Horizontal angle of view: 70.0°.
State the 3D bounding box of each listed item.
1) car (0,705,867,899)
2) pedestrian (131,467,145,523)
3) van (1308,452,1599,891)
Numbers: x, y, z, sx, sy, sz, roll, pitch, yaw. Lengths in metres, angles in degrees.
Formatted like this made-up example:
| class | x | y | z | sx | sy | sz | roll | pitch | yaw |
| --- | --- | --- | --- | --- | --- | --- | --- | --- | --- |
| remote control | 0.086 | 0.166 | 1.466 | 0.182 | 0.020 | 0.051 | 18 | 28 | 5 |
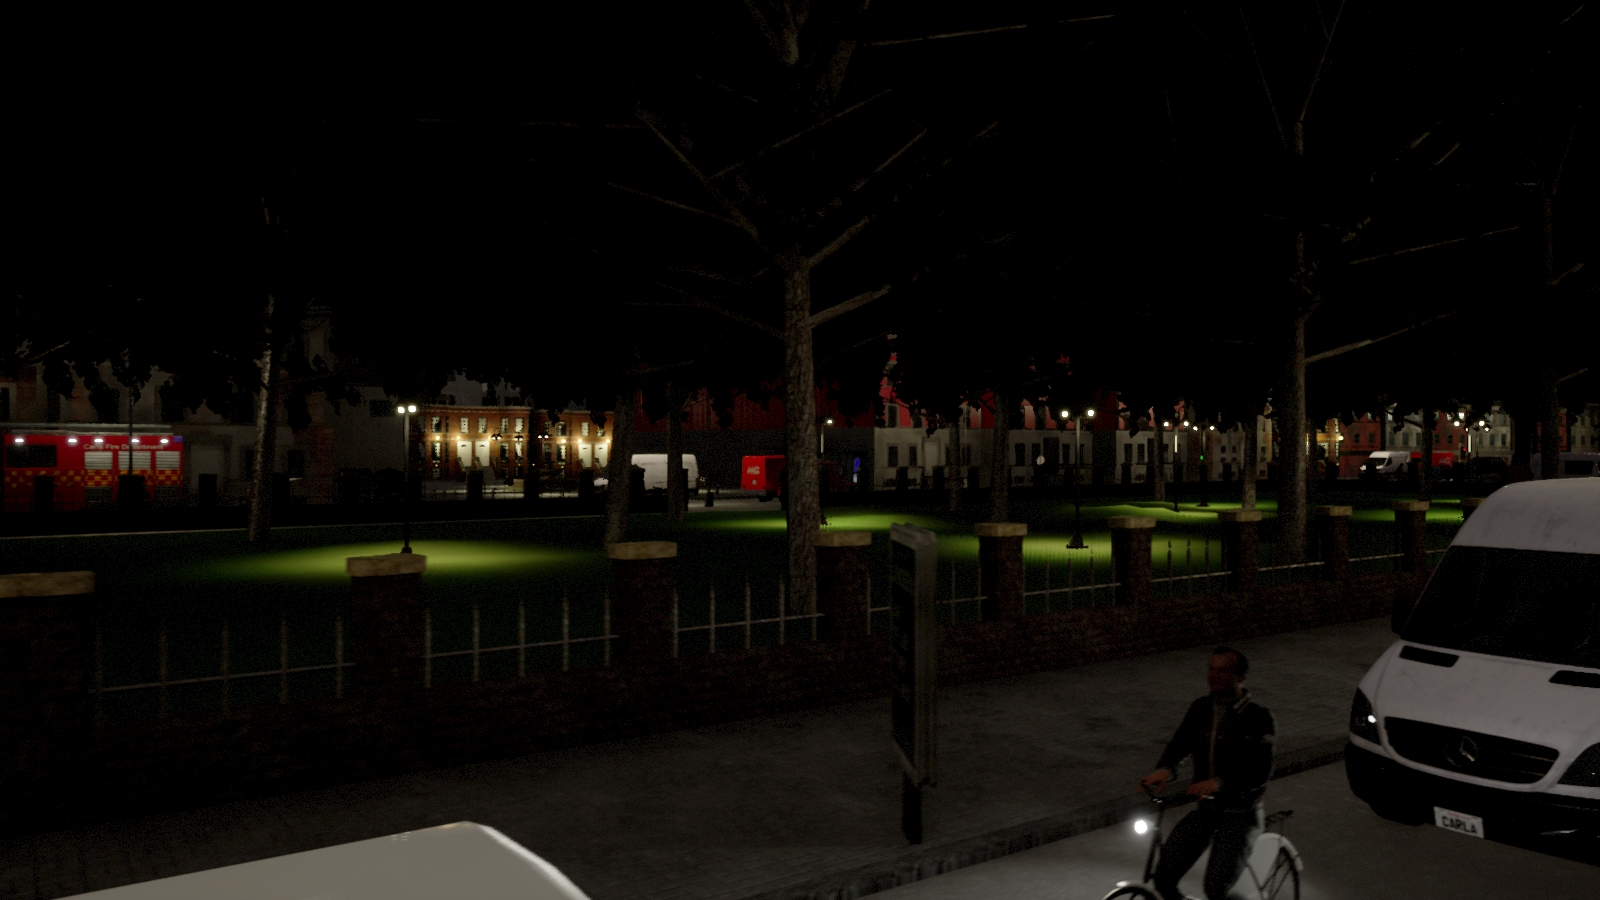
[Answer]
| class | x | y | z | sx | sy | sz | roll | pitch | yaw |
| --- | --- | --- | --- | --- | --- | --- | --- | --- | --- |
| car | -1.928 | 1.843 | 3.042 | 3.806 | 1.475 | 1.970 | 0 | 0 | -35 |
| pedestrian | -22.243 | 1.519 | 38.382 | 0.375 | 1.860 | 0.375 | 0 | 0 | -28 |
| van | 6.626 | 1.301 | 9.054 | 5.915 | 2.561 | 1.988 | 0 | 0 | -35 |
